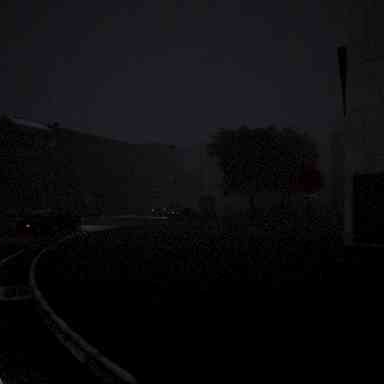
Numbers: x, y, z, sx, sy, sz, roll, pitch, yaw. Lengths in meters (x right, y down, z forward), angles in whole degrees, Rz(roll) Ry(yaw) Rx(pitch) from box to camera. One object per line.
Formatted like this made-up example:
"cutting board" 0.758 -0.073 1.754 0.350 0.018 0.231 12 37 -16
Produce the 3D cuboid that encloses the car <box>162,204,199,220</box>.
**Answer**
"car" -0.927 2.403 38.446 2.033 1.411 5.357 1 -2 27

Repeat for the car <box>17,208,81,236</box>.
"car" -8.604 1.732 20.518 1.882 1.535 5.008 0 -1 6

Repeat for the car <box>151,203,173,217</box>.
"car" -3.182 2.230 42.113 2.097 1.767 4.553 1 -2 27
